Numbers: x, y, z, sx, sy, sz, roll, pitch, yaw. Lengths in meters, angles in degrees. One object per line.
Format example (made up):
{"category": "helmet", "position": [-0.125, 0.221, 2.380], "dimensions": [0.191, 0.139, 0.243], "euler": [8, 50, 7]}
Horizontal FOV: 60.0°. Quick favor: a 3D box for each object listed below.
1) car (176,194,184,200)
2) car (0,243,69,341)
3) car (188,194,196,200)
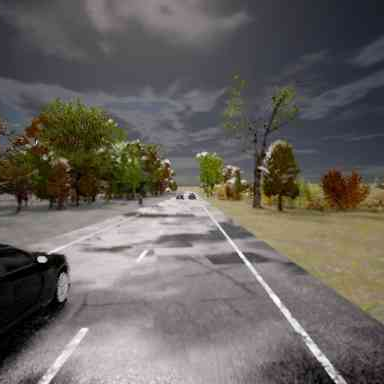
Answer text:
{"category": "car", "position": [-3.480, 1.393, 91.559], "dimensions": [2.128, 1.511, 4.902], "euler": [0, 0, 0]}
{"category": "car", "position": [-3.499, 1.475, 5.030], "dimensions": [1.882, 1.535, 5.008], "euler": [0, 0, 0]}
{"category": "car", "position": [0.021, 1.223, 91.940], "dimensions": [2.097, 1.767, 4.553], "euler": [0, 0, 0]}
